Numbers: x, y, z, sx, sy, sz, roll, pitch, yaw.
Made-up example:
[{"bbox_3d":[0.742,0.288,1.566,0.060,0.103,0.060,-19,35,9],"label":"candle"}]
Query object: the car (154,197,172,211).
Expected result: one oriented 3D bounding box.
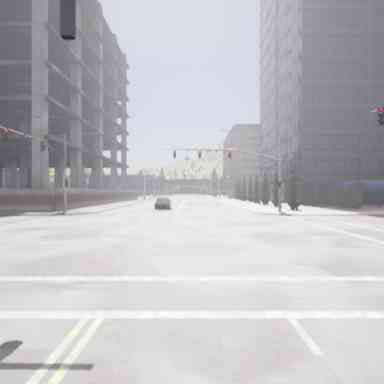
[{"bbox_3d":[-3.488,1.400,40.405,1.882,1.535,5.008,0,0,0],"label":"car"}]
